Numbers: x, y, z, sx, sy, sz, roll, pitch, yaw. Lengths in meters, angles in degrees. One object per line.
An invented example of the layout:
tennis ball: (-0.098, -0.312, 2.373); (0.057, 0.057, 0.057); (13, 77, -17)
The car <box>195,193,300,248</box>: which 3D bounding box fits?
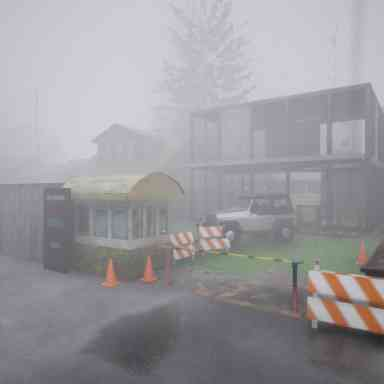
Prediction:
car: (2.199, 0.986, 12.773); (3.866, 1.878, 1.905); (0, 0, -21)
